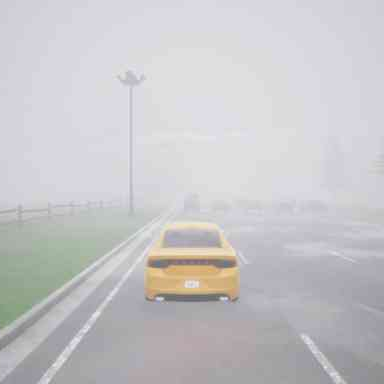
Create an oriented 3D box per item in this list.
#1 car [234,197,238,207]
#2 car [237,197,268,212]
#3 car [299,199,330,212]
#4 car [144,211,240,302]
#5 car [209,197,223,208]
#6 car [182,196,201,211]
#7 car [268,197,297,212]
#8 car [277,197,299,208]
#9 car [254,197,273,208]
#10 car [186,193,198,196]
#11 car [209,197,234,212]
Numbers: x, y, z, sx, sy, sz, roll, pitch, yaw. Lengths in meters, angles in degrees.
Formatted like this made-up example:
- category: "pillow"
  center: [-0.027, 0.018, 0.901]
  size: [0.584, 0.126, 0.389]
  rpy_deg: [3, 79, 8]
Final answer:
- category: "car"
  center: [6.993, 1.491, 49.405]
  size: [2.128, 1.511, 4.902]
  rpy_deg: [0, 0, 0]
- category: "car"
  center: [6.997, 1.547, 39.083]
  size: [2.033, 1.411, 5.357]
  rpy_deg: [0, 0, 0]
- category: "car"
  center: [13.989, 1.547, 38.220]
  size: [2.033, 1.411, 5.357]
  rpy_deg: [0, 0, 0]
- category: "car"
  center: [-0.002, 1.478, 8.351]
  size: [1.882, 1.535, 5.008]
  rpy_deg: [0, 0, 0]
- category: "car"
  center: [3.493, 1.526, 49.680]
  size: [1.812, 1.442, 4.674]
  rpy_deg: [0, 0, 0]
- category: "car"
  center: [-0.009, 1.505, 38.375]
  size: [1.837, 1.490, 4.892]
  rpy_deg: [0, 0, 0]
- category: "car"
  center: [10.496, 1.526, 39.162]
  size: [1.812, 1.442, 4.674]
  rpy_deg: [0, 0, 0]
- category: "car"
  center: [13.988, 1.505, 48.825]
  size: [1.837, 1.490, 4.892]
  rpy_deg: [0, 0, 0]
- category: "car"
  center: [10.490, 1.526, 49.214]
  size: [1.812, 1.442, 4.674]
  rpy_deg: [0, 0, 0]
- category: "car"
  center: [-0.013, 1.221, 48.807]
  size: [2.150, 2.045, 5.566]
  rpy_deg: [0, 0, 0]
- category: "car"
  center: [3.498, 1.564, 39.646]
  size: [1.994, 1.385, 4.181]
  rpy_deg: [0, 0, 0]
